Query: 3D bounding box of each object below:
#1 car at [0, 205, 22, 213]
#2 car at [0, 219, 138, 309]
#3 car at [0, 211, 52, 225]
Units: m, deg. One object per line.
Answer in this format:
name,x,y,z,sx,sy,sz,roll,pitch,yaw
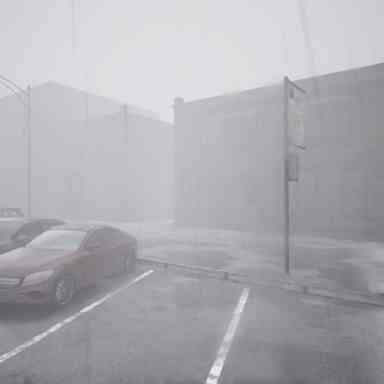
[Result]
car,-7.756,1.366,11.680,2.185,1.767,4.553,1,-1,16
car,-2.888,1.527,8.154,2.002,1.452,4.674,1,-1,16
car,-5.337,1.517,9.872,2.163,1.488,4.792,1,-1,16
